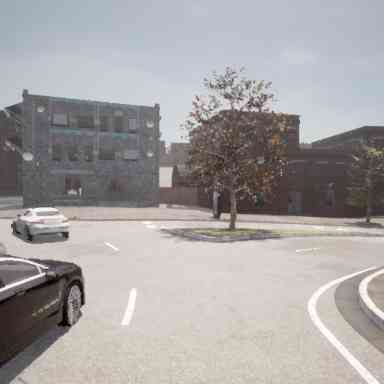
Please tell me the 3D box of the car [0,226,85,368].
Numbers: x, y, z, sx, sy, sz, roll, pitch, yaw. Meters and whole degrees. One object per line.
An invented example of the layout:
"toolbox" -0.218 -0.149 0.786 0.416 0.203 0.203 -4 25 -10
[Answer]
"car" -3.016 1.492 4.194 2.128 1.511 4.902 0 0 5

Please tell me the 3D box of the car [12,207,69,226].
"car" -7.651 1.501 16.795 1.812 1.442 4.674 0 0 -38
